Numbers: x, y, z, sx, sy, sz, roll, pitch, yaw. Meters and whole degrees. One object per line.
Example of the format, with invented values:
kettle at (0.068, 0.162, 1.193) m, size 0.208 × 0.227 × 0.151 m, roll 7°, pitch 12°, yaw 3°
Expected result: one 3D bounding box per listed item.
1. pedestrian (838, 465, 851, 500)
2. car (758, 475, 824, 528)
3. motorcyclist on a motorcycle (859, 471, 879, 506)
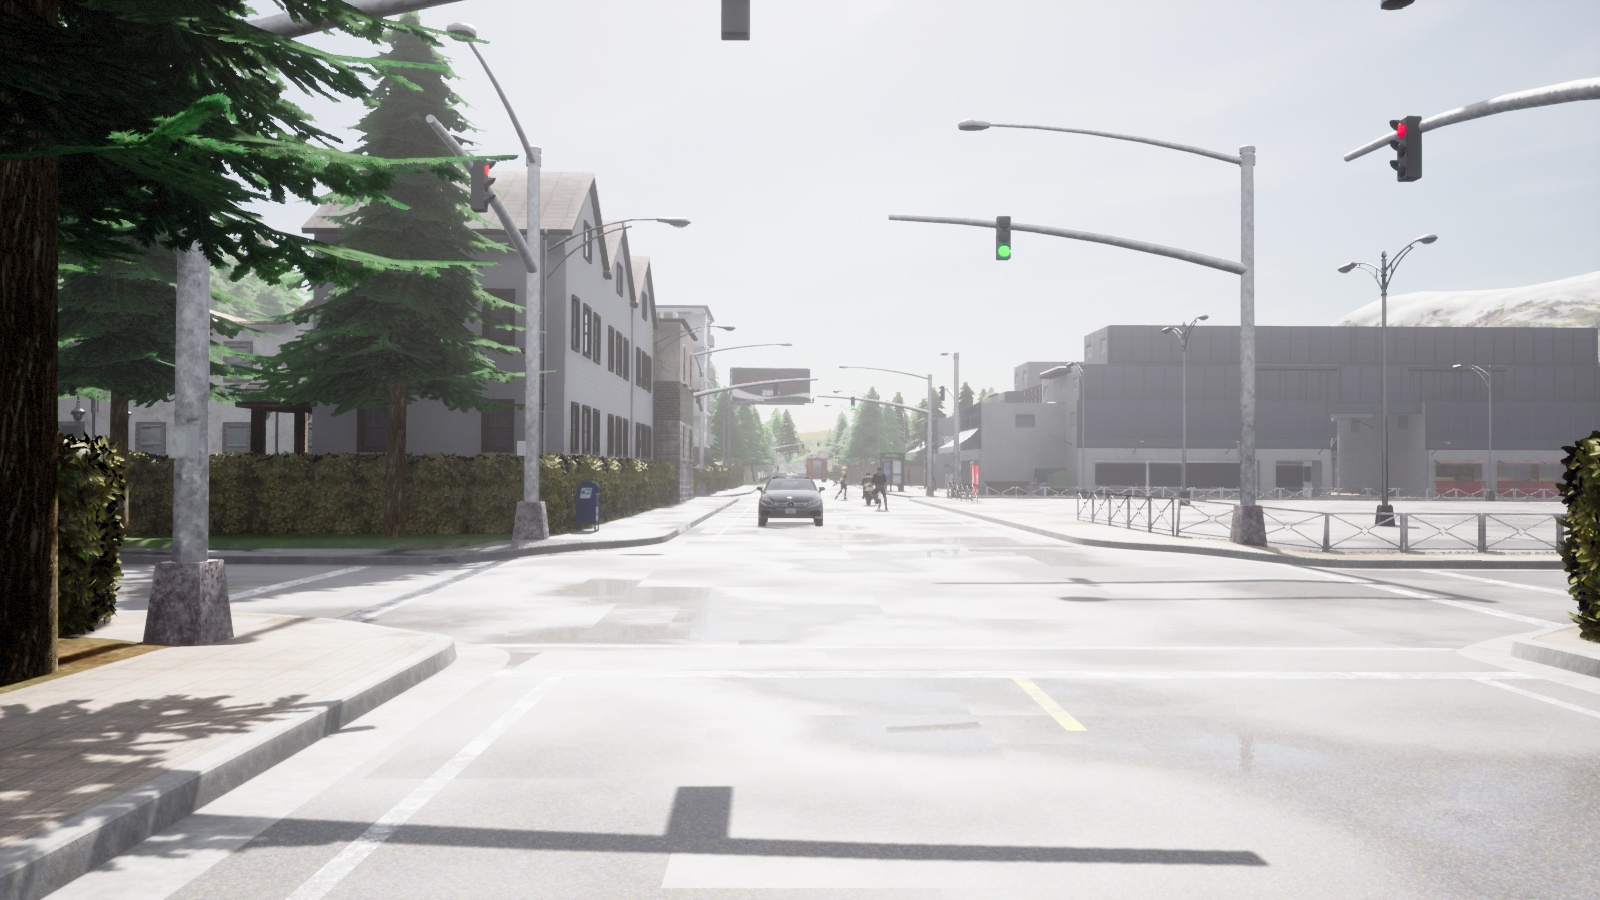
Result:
pedestrian at (2.364, 1.719, 66.834) m, size 0.594 × 1.836 × 0.345 m, roll 0°, pitch -1°, yaw -11°
car at (-0.258, 1.455, 36.731) m, size 1.812 × 1.442 × 4.674 m, roll 0°, pitch -1°, yaw 0°
motorcyclist on a motorcycle at (3.109, 1.734, 56.863) m, size 0.797 × 1.523 × 2.044 m, roll 0°, pitch -1°, yaw 0°
